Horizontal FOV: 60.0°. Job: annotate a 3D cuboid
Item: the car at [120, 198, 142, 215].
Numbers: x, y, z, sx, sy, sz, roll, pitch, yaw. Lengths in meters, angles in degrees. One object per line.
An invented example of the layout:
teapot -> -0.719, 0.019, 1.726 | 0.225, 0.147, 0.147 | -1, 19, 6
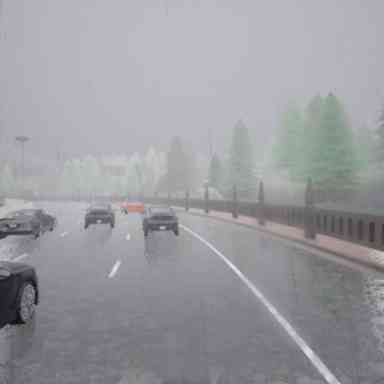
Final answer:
car -> -6.460, 1.436, 35.911 | 2.097, 1.767, 4.553 | 0, 0, -19

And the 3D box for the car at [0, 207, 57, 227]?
car -> -8.705, 1.611, 17.794 | 2.033, 1.411, 5.357 | 0, 0, -11

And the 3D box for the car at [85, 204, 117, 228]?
car -> -6.271, 1.567, 22.919 | 1.837, 1.490, 4.892 | 0, 0, -13

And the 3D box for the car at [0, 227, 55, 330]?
car -> -3.664, 1.513, 4.200 | 2.128, 1.511, 4.902 | 0, 0, -2

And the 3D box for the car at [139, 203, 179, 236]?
car -> -1.874, 1.542, 18.895 | 1.837, 1.490, 4.892 | 0, 0, -10
